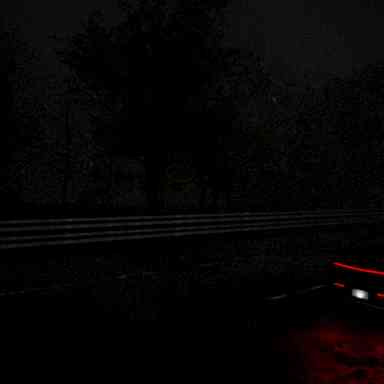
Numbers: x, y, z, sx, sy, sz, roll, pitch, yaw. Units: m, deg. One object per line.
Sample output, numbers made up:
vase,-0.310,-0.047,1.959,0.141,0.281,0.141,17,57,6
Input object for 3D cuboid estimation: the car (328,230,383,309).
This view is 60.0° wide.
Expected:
car,4.980,1.602,7.324,4.892,1.490,1.837,1,-1,-35
